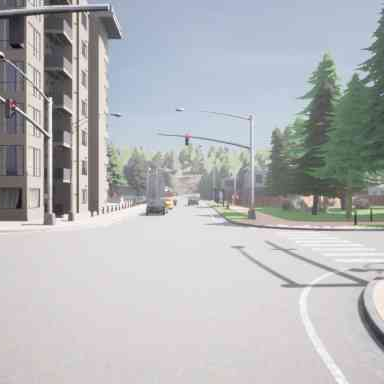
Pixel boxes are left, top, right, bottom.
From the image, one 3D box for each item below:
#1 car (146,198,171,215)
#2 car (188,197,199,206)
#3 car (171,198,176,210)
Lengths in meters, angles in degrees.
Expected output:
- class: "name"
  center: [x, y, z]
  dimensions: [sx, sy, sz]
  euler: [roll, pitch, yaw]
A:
- class: "car"
  center: [-3.483, 1.478, 33.534]
  dimensions: [1.882, 1.535, 5.008]
  euler: [0, 0, 0]
- class: "car"
  center: [0.196, 1.547, 55.714]
  dimensions: [2.033, 1.411, 5.357]
  euler: [0, 0, 0]
- class: "car"
  center: [-3.439, 1.478, 43.495]
  dimensions: [1.882, 1.535, 5.008]
  euler: [0, 0, 0]
